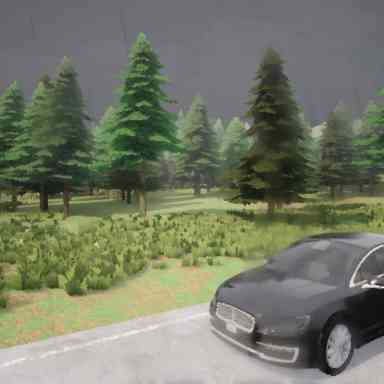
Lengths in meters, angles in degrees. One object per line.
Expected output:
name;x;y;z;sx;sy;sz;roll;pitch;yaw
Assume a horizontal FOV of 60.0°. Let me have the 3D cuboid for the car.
car;2.531;1.504;5.654;4.892;1.490;1.837;0;0;-34
